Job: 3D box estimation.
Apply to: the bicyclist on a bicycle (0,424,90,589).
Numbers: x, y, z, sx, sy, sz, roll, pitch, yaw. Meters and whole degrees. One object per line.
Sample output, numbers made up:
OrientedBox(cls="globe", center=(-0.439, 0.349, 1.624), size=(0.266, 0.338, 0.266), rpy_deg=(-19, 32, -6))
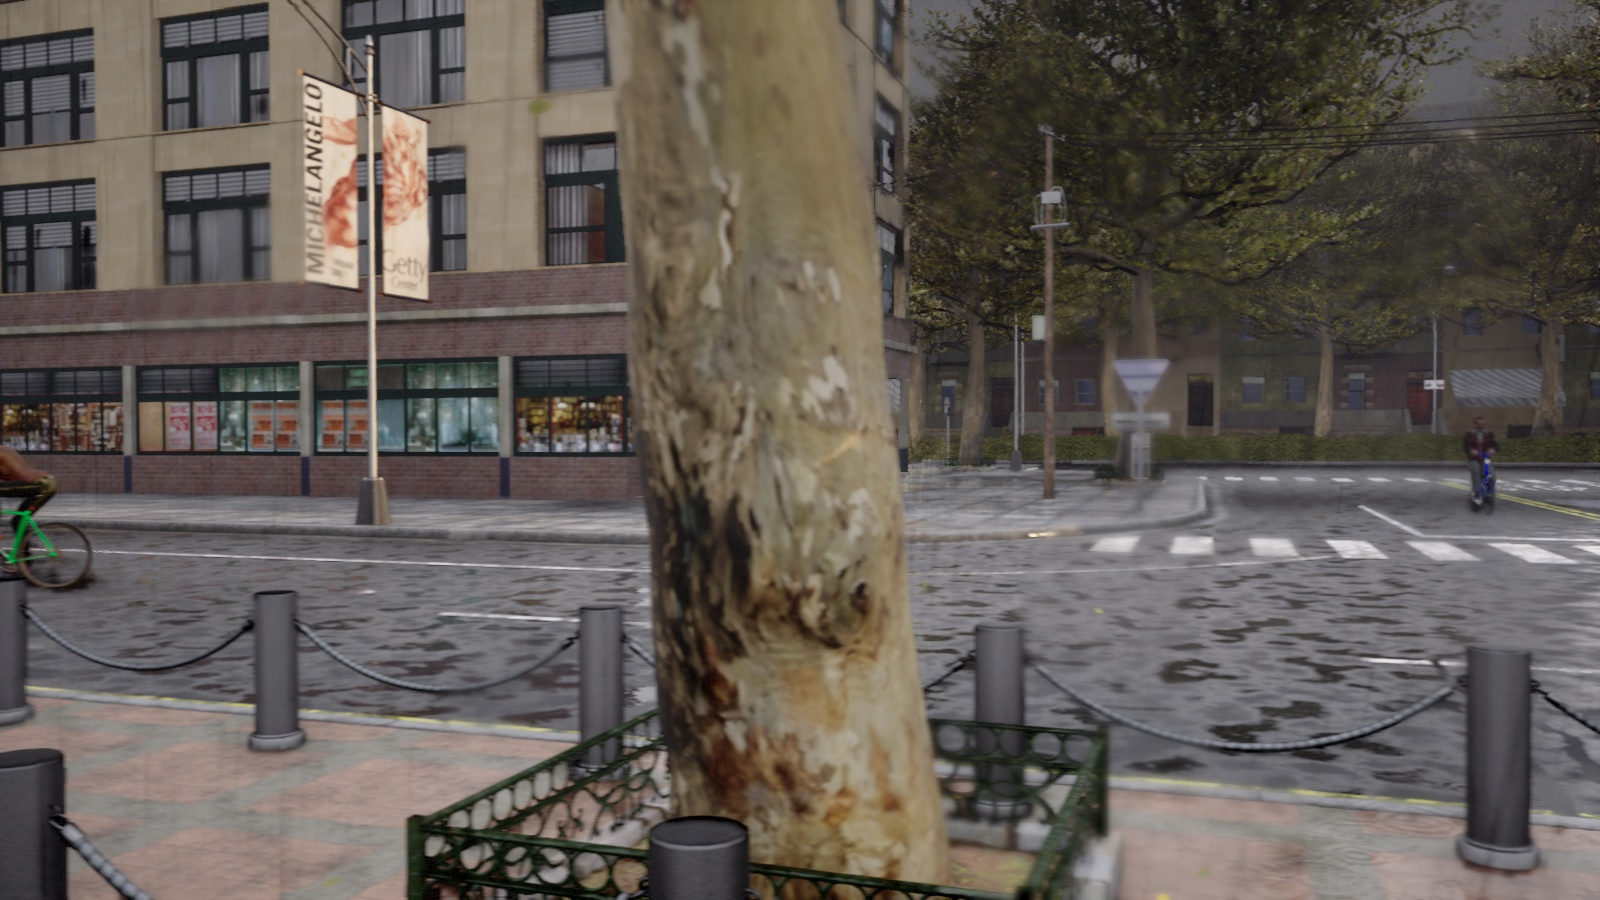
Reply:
OrientedBox(cls="bicyclist on a bicycle", center=(-8.102, 0.548, 12.535), size=(1.656, 1.620, 0.582), rpy_deg=(0, 1, -17))

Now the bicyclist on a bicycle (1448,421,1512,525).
OrientedBox(cls="bicyclist on a bicycle", center=(12.143, 0.383, 22.475), size=(0.659, 1.776, 1.843), rpy_deg=(1, 1, 18))
